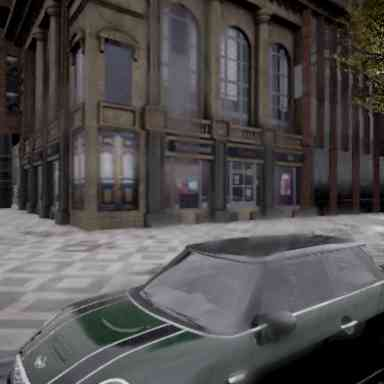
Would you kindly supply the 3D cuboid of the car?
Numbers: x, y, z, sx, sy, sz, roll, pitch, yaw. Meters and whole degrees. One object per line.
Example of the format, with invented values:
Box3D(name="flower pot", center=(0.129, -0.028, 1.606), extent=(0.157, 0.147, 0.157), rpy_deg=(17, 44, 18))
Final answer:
Box3D(name="car", center=(0.510, 1.354, 3.732), extent=(4.553, 1.767, 2.097), rpy_deg=(0, 0, -35))
